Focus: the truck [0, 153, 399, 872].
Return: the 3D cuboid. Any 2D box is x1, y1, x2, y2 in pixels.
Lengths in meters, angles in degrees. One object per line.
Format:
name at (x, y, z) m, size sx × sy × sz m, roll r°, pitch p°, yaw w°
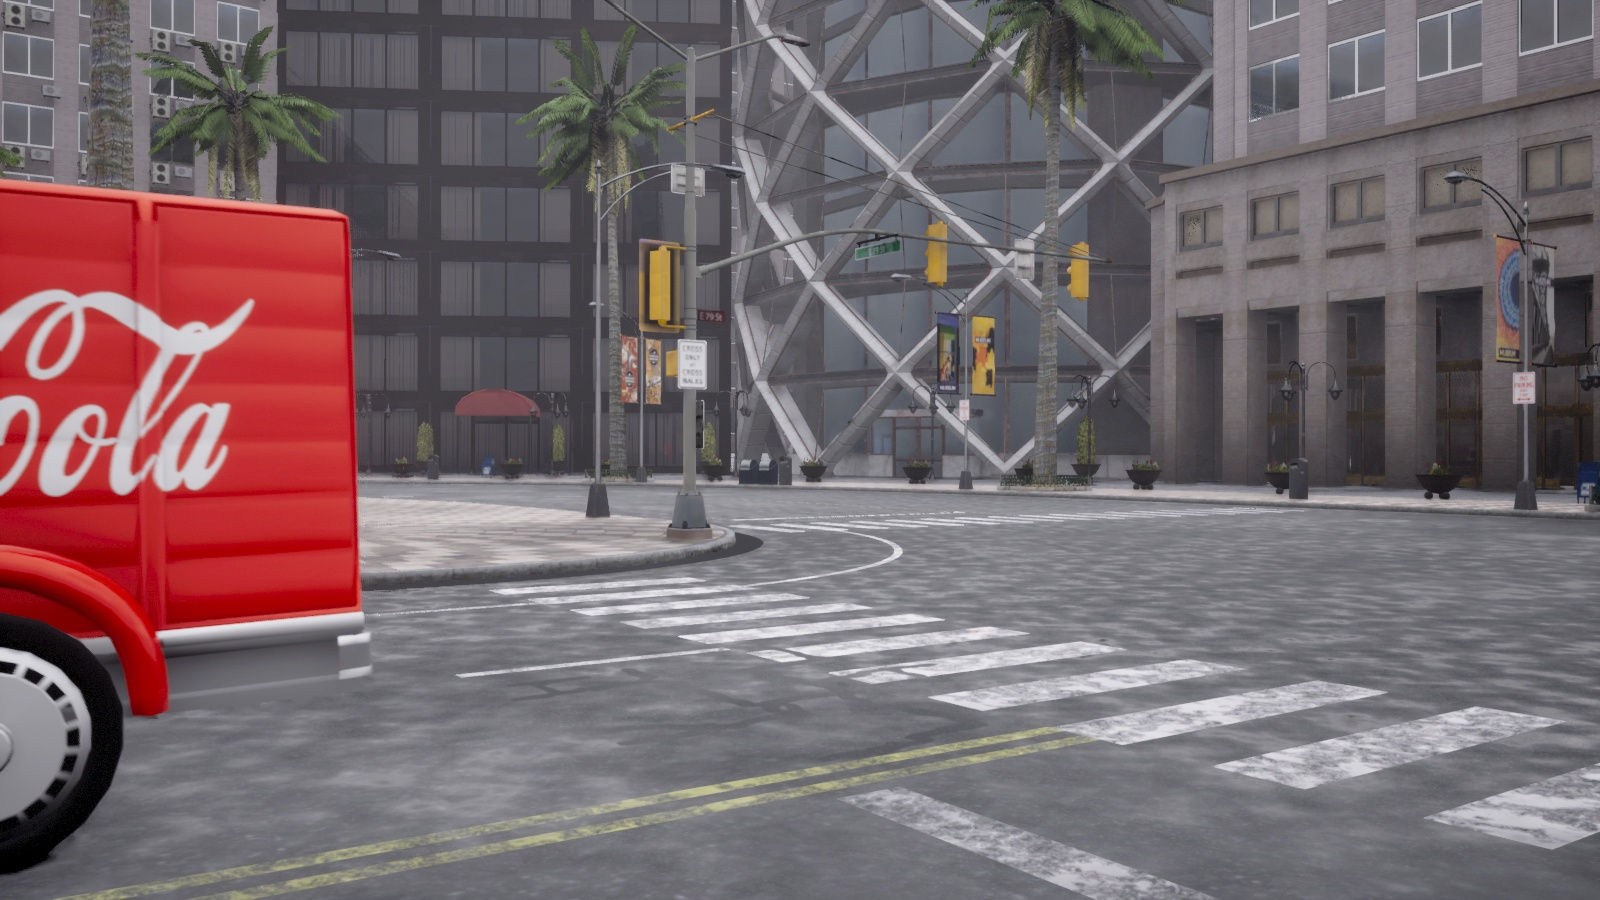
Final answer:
truck at (-4.542, 0.253, 4.656) m, size 5.204 × 2.467 × 2.627 m, roll -2°, pitch 1°, yaw -35°
